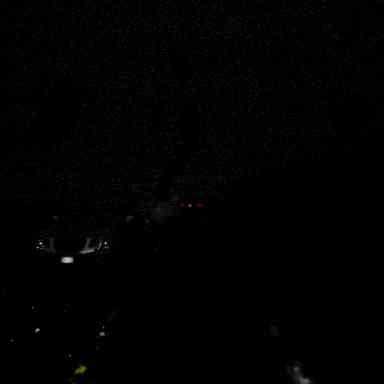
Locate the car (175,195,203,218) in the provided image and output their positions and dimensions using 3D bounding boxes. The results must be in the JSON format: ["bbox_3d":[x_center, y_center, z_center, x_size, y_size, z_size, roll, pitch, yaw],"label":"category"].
[{"bbox_3d":[-0.189,1.283,31.447,2.150,2.045,5.566,0,0,0],"label":"car"}]

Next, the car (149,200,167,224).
[{"bbox_3d":[-3.052,1.405,24.850,2.097,1.767,4.553,0,0,0],"label":"car"}]

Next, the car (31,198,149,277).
[{"bbox_3d":[-2.930,1.244,10.656,2.150,2.045,5.566,0,0,1],"label":"car"}]

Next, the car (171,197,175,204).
[{"bbox_3d":[-3.405,1.668,69.508,1.812,1.442,4.674,0,0,-1],"label":"car"}]
